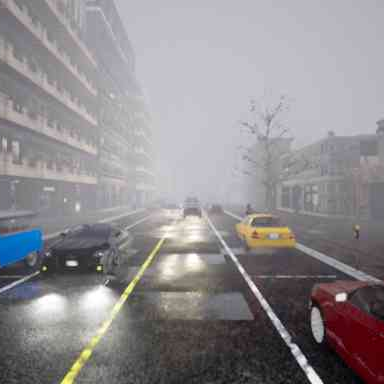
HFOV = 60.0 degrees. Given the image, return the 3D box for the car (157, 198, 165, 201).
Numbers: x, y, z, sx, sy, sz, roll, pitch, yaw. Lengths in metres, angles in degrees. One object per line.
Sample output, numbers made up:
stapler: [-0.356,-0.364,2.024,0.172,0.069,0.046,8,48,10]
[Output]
car: [-5.690,1.965,60.491,2.192,1.841,5.009,0,-1,0]

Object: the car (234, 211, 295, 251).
car: [3.001,1.607,14.720,1.801,1.575,5.366,0,-1,0]

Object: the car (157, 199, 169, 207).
car: [-5.688,2.156,66.187,1.967,1.590,4.097,0,-1,0]

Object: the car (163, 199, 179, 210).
car: [-3.058,2.132,53.317,1.994,1.385,4.181,0,-1,0]

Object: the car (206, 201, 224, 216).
car: [2.691,1.975,37.699,1.802,1.307,4.206,0,-1,0]

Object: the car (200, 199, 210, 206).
car: [2.694,2.334,71.877,2.008,1.369,4.403,0,-1,0]

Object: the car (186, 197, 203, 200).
car: [0.008,1.709,46.035,2.150,2.045,5.566,0,0,0]

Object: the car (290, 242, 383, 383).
car: [2.687,1.582,3.521,1.887,1.381,4.507,0,-1,0]

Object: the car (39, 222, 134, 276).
car: [-3.100,1.672,10.564,1.994,1.385,4.181,0,-1,0]

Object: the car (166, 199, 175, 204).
car: [-5.686,2.556,88.970,1.947,1.339,4.313,0,-1,0]

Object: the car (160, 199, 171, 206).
car: [-5.687,2.334,71.882,2.008,1.369,4.403,0,-1,0]

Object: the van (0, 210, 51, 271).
van: [-5.694,1.435,9.223,1.690,1.788,3.998,0,-1,0]

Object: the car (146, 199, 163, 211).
car: [-5.689,2.102,49.095,1.802,1.307,4.206,0,-1,0]

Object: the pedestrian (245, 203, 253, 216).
pedestrian: [3.002,1.475,17.711,0.375,1.860,0.375,0,0,0]

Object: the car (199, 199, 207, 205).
car: [2.694,2.466,83.268,1.887,1.381,4.507,0,-1,0]

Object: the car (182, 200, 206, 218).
car: [0.057,1.844,33.934,2.128,1.511,4.902,0,-1,0]

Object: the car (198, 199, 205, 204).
car: [2.695,2.607,94.661,1.887,1.381,4.507,0,-1,0]
